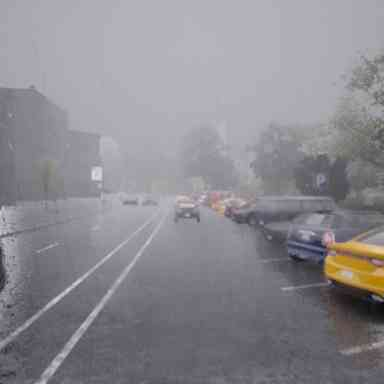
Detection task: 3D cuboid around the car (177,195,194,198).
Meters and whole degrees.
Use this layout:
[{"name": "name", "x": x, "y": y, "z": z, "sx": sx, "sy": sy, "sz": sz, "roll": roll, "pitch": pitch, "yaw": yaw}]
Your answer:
[{"name": "car", "x": -1.152, "y": 1.303, "z": 41.438, "sx": 1.882, "sy": 1.535, "sz": 5.008, "roll": 0, "pitch": 1, "yaw": -3}]

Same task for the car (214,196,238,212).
[{"name": "car", "x": 4.926, "y": 1.386, "z": 28.079, "sx": 5.366, "sy": 1.575, "sz": 1.946, "roll": 1, "pitch": 0, "yaw": -22}]

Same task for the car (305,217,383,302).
[{"name": "car", "x": 5.270, "y": 1.453, "z": 7.217, "sx": 5.008, "sy": 1.535, "sz": 2.097, "roll": 1, "pitch": 0, "yaw": -21}]

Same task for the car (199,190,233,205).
[{"name": "car", "x": 4.227, "y": 1.078, "z": 39.897, "sx": 5.566, "sy": 2.045, "sz": 2.435, "roll": 0, "pitch": 0, "yaw": -23}]

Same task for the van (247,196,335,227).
[{"name": "van", "x": 5.234, "y": 1.197, "z": 16.176, "sx": 4.442, "sy": 1.987, "sz": 1.878, "roll": 1, "pitch": 0, "yaw": -21}]

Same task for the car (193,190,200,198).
[{"name": "car", "x": 3.635, "y": 0.940, "z": 48.769, "sx": 5.566, "sy": 2.045, "sz": 2.435, "roll": 0, "pitch": 2, "yaw": -24}]

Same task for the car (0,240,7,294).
[{"name": "car", "x": -4.279, "y": 1.207, "z": 3.510, "sx": 2.150, "sy": 2.045, "sz": 5.566, "roll": 0, "pitch": 0, "yaw": 0}]

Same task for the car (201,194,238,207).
[{"name": "car", "x": 3.822, "y": 1.121, "z": 45.808, "sx": 4.553, "sy": 1.767, "sz": 2.185, "roll": 0, "pitch": 1, "yaw": -24}]

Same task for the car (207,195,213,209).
[{"name": "car", "x": 4.495, "y": 1.369, "z": 33.944, "sx": 5.008, "sy": 1.535, "sz": 2.097, "roll": 1, "pitch": 0, "yaw": -23}]

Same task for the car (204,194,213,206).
[{"name": "car", "x": 4.364, "y": 1.356, "z": 36.911, "sx": 4.892, "sy": 1.521, "sz": 2.231, "roll": 1, "pitch": 1, "yaw": -23}]

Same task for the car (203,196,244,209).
[{"name": "car", "x": 4.055, "y": 1.323, "z": 42.869, "sx": 4.792, "sy": 1.488, "sz": 2.163, "roll": 0, "pitch": 1, "yaw": -24}]

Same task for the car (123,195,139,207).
[{"name": "car", "x": -8.648, "y": 1.216, "z": 47.194, "sx": 1.882, "sy": 1.535, "sz": 5.008, "roll": 0, "pitch": 1, "yaw": -4}]

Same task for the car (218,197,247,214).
[{"name": "car", "x": 4.857, "y": 1.395, "z": 25.039, "sx": 5.008, "sy": 1.535, "sz": 2.097, "roll": 1, "pitch": 0, "yaw": -22}]

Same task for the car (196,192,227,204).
[{"name": "car", "x": 3.263, "y": 0.923, "z": 54.731, "sx": 4.553, "sy": 1.767, "sz": 2.185, "roll": 0, "pitch": 2, "yaw": -25}]

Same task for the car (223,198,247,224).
[{"name": "car", "x": 4.971, "y": 1.404, "z": 22.063, "sx": 5.008, "sy": 1.535, "sz": 2.097, "roll": 1, "pitch": 0, "yaw": -22}]

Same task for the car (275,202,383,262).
[{"name": "car", "x": 5.206, "y": 1.316, "z": 10.181, "sx": 4.553, "sy": 1.767, "sz": 2.185, "roll": 1, "pitch": 0, "yaw": -21}]

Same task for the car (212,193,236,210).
[{"name": "car", "x": 4.663, "y": 1.254, "z": 30.981, "sx": 4.553, "sy": 1.767, "sz": 2.185, "roll": 1, "pitch": 0, "yaw": -23}]

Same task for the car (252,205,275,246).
[{"name": "car", "x": 5.195, "y": 1.431, "z": 13.154, "sx": 5.008, "sy": 1.535, "sz": 2.097, "roll": 1, "pitch": 0, "yaw": -21}]

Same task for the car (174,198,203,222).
[{"name": "car", "x": -0.399, "y": 1.438, "z": 25.307, "sx": 1.812, "sy": 1.442, "sz": 4.674, "roll": 0, "pitch": 0, "yaw": -2}]

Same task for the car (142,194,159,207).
[{"name": "car", "x": -5.827, "y": 1.093, "z": 46.917, "sx": 2.097, "sy": 1.767, "sz": 4.553, "roll": 0, "pitch": 1, "yaw": -4}]

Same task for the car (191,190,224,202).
[{"name": "car", "x": 2.791, "y": 0.631, "z": 60.655, "sx": 5.566, "sy": 2.045, "sz": 2.435, "roll": 0, "pitch": 1, "yaw": -25}]

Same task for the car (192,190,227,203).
[{"name": "car", "x": 2.983, "y": 0.715, "z": 57.660, "sx": 5.566, "sy": 2.045, "sz": 2.435, "roll": 0, "pitch": 2, "yaw": -25}]
